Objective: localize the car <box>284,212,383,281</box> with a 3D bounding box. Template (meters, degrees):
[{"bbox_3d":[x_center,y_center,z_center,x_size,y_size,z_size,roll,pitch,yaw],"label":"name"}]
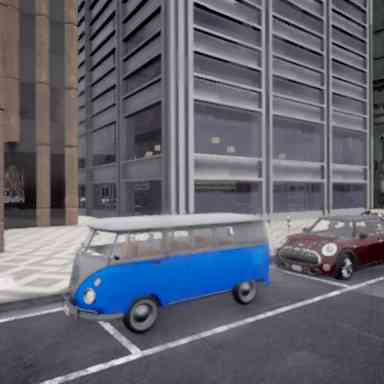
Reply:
[{"bbox_3d":[4.325,1.426,9.735,4.097,1.590,1.967,0,0,-35],"label":"car"}]

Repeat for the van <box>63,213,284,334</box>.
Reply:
[{"bbox_3d":[-0.265,1.335,6.463,3.998,1.788,1.690,0,0,-35],"label":"van"}]
